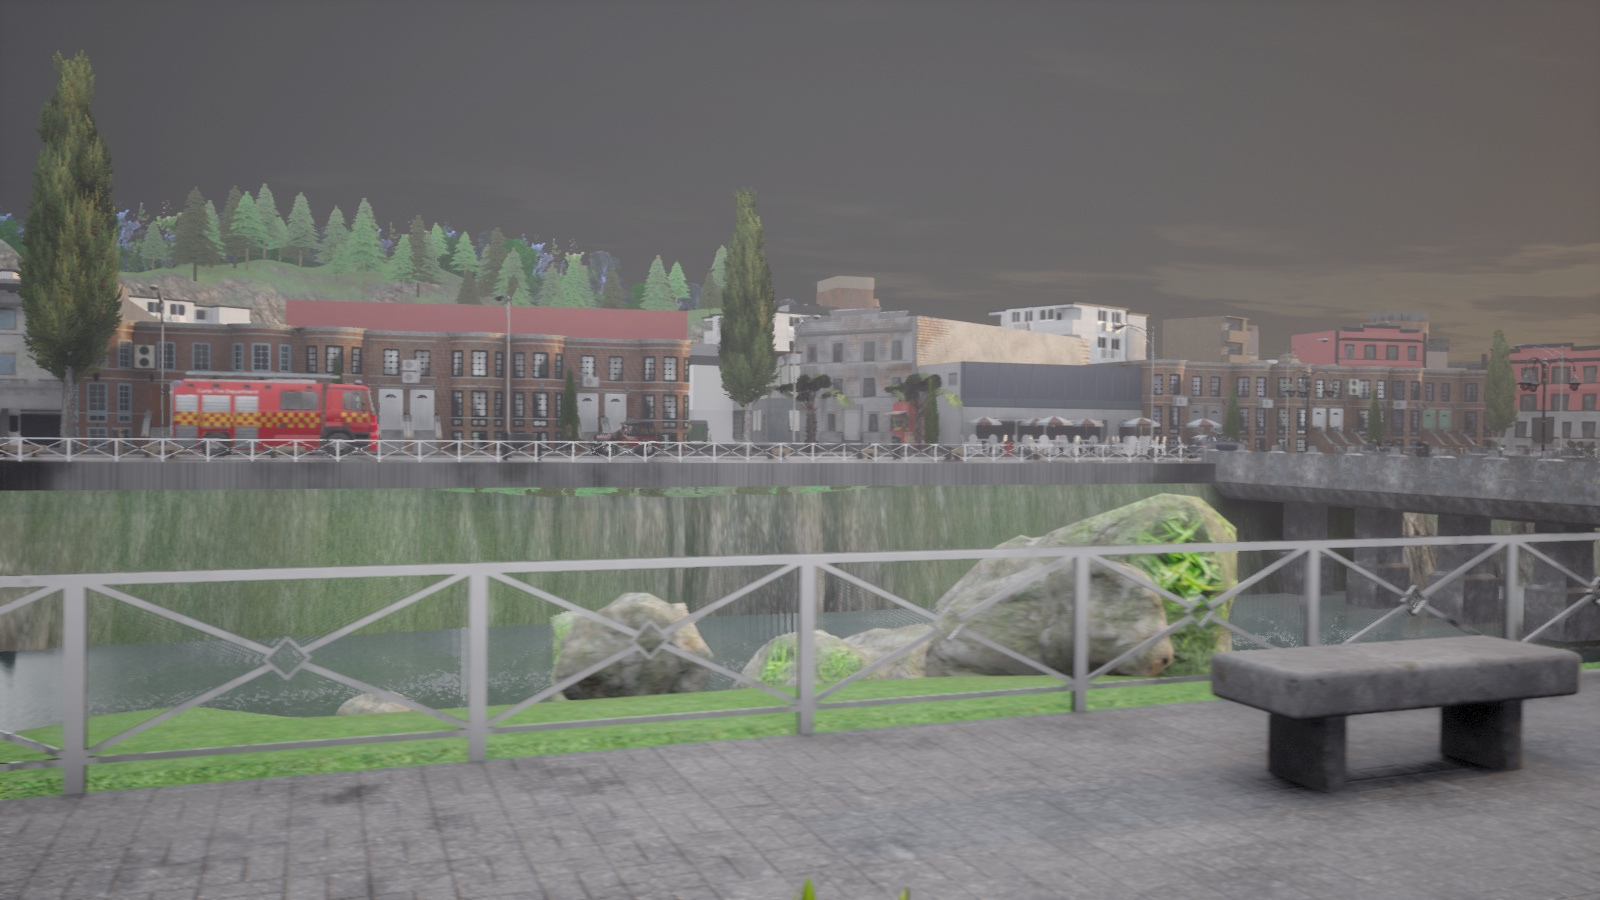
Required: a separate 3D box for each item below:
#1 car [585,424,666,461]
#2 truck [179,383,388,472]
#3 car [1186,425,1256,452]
[{"bbox_3d":[-9.232,-0.389,66.265,3.866,1.878,1.905,-1,1,-21],"label":"car"},{"bbox_3d":[-23.126,-1.041,56.654,8.468,3.827,2.891,-1,1,-21],"label":"truck"},{"bbox_3d":[25.203,-0.726,75.161,3.705,1.549,1.789,-1,1,-21],"label":"car"}]
